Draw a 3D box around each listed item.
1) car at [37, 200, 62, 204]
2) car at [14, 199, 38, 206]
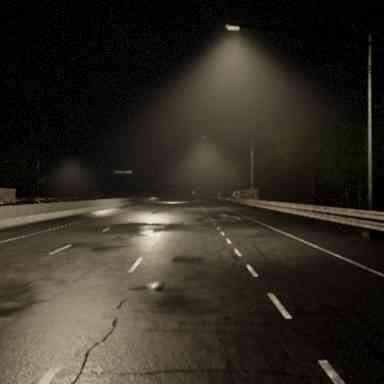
[{"bbox_3d":[-17.693,1.766,42.954,1.994,1.385,4.181,0,0,0],"label":"car"},{"bbox_3d":[-21.191,1.708,43.042,1.837,1.490,4.892,0,-1,0],"label":"car"}]
